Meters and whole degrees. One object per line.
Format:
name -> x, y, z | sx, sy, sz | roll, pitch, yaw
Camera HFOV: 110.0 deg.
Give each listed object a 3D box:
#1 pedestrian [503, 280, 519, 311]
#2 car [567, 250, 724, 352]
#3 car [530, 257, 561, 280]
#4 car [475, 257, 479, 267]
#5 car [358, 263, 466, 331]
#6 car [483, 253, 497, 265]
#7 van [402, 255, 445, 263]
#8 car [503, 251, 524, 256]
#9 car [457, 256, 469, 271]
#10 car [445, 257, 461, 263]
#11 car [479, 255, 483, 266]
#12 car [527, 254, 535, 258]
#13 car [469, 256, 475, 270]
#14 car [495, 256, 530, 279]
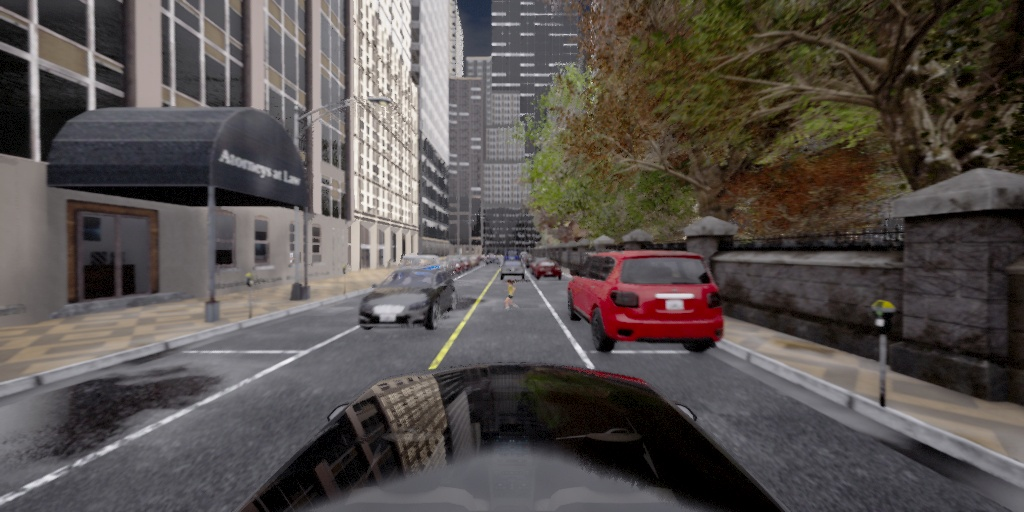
pedestrian -> -0.020, 1.292, 12.004 | 0.500, 1.100, 0.500 | 0, 1, 0
car -> 2.751, 0.885, 8.745 | 2.150, 2.045, 5.566 | 0, 1, 0
car -> 2.568, 0.976, 26.485 | 1.888, 1.381, 4.507 | 0, 0, 0
car -> -5.311, 0.739, 42.954 | 1.751, 1.417, 4.829 | 0, 0, 0
car -> -2.847, 1.127, 10.668 | 2.128, 1.511, 4.902 | 0, 1, 0
car -> -2.799, 0.654, 52.464 | 1.994, 1.385, 4.181 | 0, 1, 1
van -> -5.313, 0.844, 20.946 | 1.690, 1.789, 3.998 | 0, 0, 0
car -> 0.056, 0.421, 44.297 | 2.150, 2.045, 5.566 | 0, 1, 0
car -> -5.312, 0.799, 32.035 | 1.967, 1.591, 4.097 | 0, 0, 0
car -> -5.312, 0.982, 26.491 | 2.007, 1.370, 4.403 | 0, 0, 0
car -> -5.310, 0.723, 48.669 | 1.802, 1.307, 4.207 | 0, 0, 0
car -> 2.569, 0.799, 32.030 | 1.967, 1.591, 4.097 | 0, 0, 0
car -> -5.311, 0.727, 37.580 | 1.967, 1.591, 4.097 | 0, 0, 0
car -> 0.049, 0.970, 27.185 | 2.033, 1.411, 5.357 | 0, 1, 0
